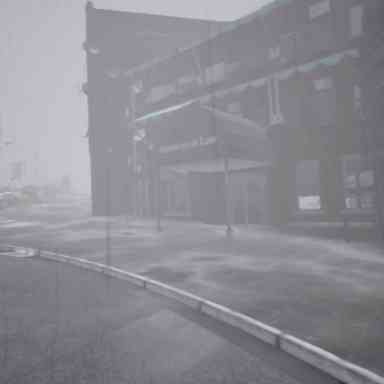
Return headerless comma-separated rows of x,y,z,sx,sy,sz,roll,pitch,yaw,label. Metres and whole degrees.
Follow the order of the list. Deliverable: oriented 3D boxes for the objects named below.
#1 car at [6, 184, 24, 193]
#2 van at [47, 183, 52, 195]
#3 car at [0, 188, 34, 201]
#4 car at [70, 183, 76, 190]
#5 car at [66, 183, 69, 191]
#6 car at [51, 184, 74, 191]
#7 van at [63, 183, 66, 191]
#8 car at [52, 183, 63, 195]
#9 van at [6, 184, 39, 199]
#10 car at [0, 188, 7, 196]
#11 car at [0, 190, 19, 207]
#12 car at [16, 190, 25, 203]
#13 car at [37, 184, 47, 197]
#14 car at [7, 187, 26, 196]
-37.964,-0.816,71.311,2.097,1.767,4.553,-2,3,-11,car
-26.670,-0.147,56.136,4.442,1.987,1.878,-2,4,-31,van
-24.377,0.680,44.176,5.366,1.575,1.946,-2,4,-31,car
-30.528,-0.990,77.206,5.366,1.575,1.946,-2,3,-31,car
-29.540,-0.804,71.116,4.553,1.767,2.185,-2,3,-31,car
-31.250,-1.102,80.114,4.792,1.488,2.163,-2,3,-31,car
-28.827,-0.758,68.203,4.442,1.987,1.878,-2,3,-31,van
-27.726,-0.479,62.186,5.566,2.045,2.435,-2,3,-31,car
-24.709,0.297,47.309,4.442,1.987,1.878,-2,3,-31,van
-36.024,0.078,61.521,1.895,1.301,4.718,-2,3,-11,car
-23.052,0.979,38.305,4.892,1.521,2.231,-2,3,-31,car
-23.628,0.868,41.291,4.674,1.452,2.002,-2,4,-31,car
-25.417,0.126,50.210,5.566,2.045,2.435,-2,4,-31,car
-32.911,-0.081,62.521,1.994,1.385,4.181,-2,3,-11,car
